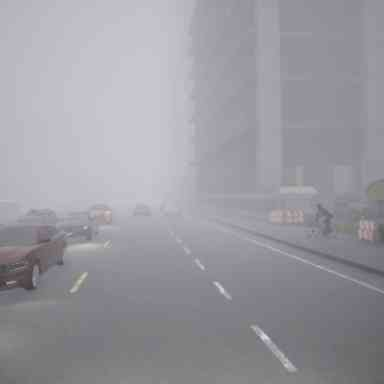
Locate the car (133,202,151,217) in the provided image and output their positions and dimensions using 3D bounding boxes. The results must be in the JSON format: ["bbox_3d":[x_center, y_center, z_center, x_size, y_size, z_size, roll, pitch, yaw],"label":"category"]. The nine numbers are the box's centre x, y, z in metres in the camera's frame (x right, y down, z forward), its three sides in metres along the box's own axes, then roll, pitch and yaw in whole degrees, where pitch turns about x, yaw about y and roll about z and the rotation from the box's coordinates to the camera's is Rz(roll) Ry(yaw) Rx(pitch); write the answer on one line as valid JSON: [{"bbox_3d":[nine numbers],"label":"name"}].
[{"bbox_3d":[-5.868,2.127,39.035,1.994,1.385,4.181,-1,-1,-8],"label":"car"}]

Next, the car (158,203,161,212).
[{"bbox_3d":[-3.953,2.167,49.695,1.837,1.490,4.892,-1,0,-9],"label":"car"}]

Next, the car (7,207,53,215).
[{"bbox_3d":[-10.631,1.942,23.159,2.128,1.511,4.902,-1,-1,-9],"label":"car"}]

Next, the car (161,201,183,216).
[{"bbox_3d":[-2.309,2.029,39.213,1.812,1.442,4.674,-1,-1,-9],"label":"car"}]

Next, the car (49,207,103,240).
[{"bbox_3d":[-6.423,1.851,18.886,1.812,1.442,4.674,-1,-1,-9],"label":"car"}]

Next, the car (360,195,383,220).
[{"bbox_3d":[15.728,1.209,26.834,1.905,1.878,3.866,-1,-1,-9],"label":"car"}]

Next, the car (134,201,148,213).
[{"bbox_3d":[-7.537,2.197,49.419,1.882,1.535,5.008,-1,0,-9],"label":"car"}]

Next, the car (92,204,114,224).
[{"bbox_3d":[-8.002,1.830,29.057,2.097,1.767,4.553,-1,-1,-9],"label":"car"}]

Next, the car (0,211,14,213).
[{"bbox_3d":[-9.119,1.783,13.420,1.882,1.535,5.008,-1,-1,-9],"label":"car"}]

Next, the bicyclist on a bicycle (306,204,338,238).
[{"bbox_3d":[6.179,1.370,15.774,1.656,1.620,0.582,-1,-1,-9],"label":"bicyclist on a bicycle"}]

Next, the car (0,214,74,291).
[{"bbox_3d":[-4.985,1.665,9.619,1.882,1.535,5.008,-1,-1,-9],"label":"car"}]

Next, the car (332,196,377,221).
[{"bbox_3d":[12.820,1.254,26.398,1.905,1.878,3.866,-1,-1,-9],"label":"car"}]
